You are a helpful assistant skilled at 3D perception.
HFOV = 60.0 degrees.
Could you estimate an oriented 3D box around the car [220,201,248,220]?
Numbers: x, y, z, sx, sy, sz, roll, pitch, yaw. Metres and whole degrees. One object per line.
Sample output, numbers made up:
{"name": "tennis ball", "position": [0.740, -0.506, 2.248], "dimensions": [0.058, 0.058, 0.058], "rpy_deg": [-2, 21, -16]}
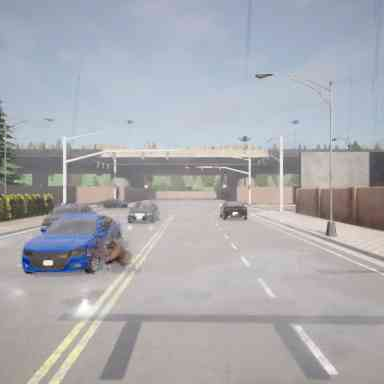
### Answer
{"name": "car", "position": [3.449, 1.478, 28.108], "dimensions": [1.882, 1.535, 5.008], "rpy_deg": [0, 0, 0]}

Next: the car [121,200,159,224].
{"name": "car", "position": [-3.553, 1.492, 24.981], "dimensions": [2.128, 1.511, 4.902], "rpy_deg": [0, 0, 0]}

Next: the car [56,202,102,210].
{"name": "car", "position": [-7.090, 1.506, 19.629], "dimensions": [1.837, 1.490, 4.892], "rpy_deg": [0, 0, 0]}

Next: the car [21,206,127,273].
{"name": "car", "position": [-3.609, 1.476, 10.843], "dimensions": [1.882, 1.535, 5.008], "rpy_deg": [0, 1, 0]}

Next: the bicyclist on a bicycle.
{"name": "bicyclist on a bicycle", "position": [-2.055, 1.578, 8.353], "dimensions": [1.656, 0.582, 1.620], "rpy_deg": [23, -34, -16]}

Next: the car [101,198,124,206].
{"name": "car", "position": [-10.814, 1.534, 45.724], "dimensions": [4.181, 1.385, 1.994], "rpy_deg": [0, 0, 18]}
